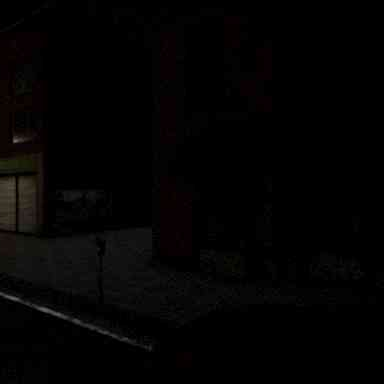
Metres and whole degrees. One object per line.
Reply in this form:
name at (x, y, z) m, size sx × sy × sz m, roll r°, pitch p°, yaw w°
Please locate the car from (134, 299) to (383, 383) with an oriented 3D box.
car at (1.864, 1.316, 1.484) m, size 5.009 × 1.841 × 2.192 m, roll 0°, pitch 0°, yaw 35°
